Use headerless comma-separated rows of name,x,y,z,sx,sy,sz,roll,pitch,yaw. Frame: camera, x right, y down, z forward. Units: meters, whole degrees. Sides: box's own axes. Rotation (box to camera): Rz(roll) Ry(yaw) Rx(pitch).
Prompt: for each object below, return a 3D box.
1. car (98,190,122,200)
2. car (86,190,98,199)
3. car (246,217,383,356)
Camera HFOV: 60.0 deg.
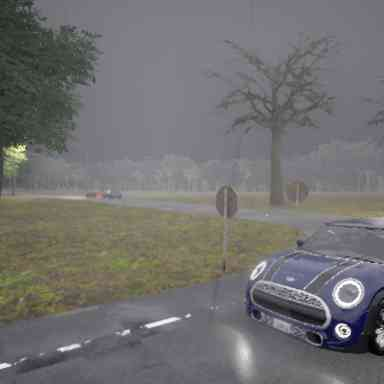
car,-12.976,0.446,53.853,2.128,1.511,4.902,1,0,-35
car,-17.740,0.399,60.408,1.882,1.535,5.008,1,-1,-36
car,3.119,1.299,6.088,4.553,1.767,2.097,-1,0,-35
